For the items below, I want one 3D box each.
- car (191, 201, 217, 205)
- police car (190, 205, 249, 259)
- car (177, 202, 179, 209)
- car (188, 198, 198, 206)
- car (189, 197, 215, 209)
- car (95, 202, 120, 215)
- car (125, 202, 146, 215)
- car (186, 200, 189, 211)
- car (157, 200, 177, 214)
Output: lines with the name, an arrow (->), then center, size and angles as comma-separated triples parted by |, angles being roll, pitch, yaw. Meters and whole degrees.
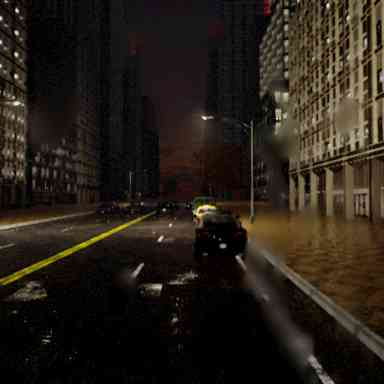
car -> 1.019, 1.641, 23.275 | 1.801, 1.575, 5.366 | 0, 0, 0
police car -> 0.999, 1.531, 13.194 | 1.930, 1.638, 5.238 | 0, 0, 0
car -> -3.022, 1.964, 52.434 | 2.033, 1.411, 5.357 | 0, 0, -3
car -> 0.132, 2.003, 66.068 | 1.882, 1.535, 5.008 | 0, 0, 0
car -> 1.031, 1.456, 29.118 | 2.150, 2.045, 5.566 | 0, 0, 0
car -> -9.770, 1.856, 39.050 | 2.033, 1.411, 5.357 | 0, 0, 0
car -> -6.520, 1.857, 39.036 | 2.033, 1.411, 5.357 | 0, 0, 0
car -> 0.094, 1.984, 48.189 | 1.895, 1.301, 4.718 | 0, 0, 0
car -> -3.069, 1.808, 38.996 | 1.837, 1.490, 4.892 | 0, -2, -1
